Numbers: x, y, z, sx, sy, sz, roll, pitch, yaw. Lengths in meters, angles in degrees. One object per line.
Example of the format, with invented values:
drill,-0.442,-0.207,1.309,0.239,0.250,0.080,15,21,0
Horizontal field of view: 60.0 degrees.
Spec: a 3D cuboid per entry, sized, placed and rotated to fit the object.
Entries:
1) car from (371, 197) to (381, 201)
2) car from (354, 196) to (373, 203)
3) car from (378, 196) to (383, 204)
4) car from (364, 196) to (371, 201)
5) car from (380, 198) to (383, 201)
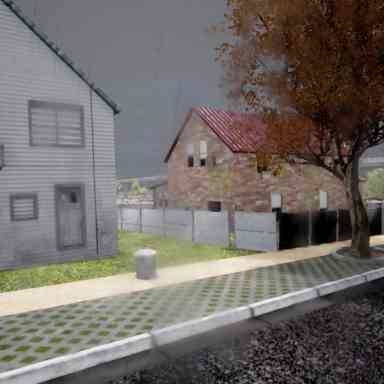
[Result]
car,35.231,1.735,64.807,1.812,1.442,4.674,-2,0,0
car,38.569,1.668,74.954,1.895,1.301,4.718,-2,0,0
car,38.480,1.618,64.911,1.812,1.442,4.674,-2,0,0
car,31.982,1.814,64.606,1.837,1.490,4.892,-2,0,0
car,28.467,1.783,45.357,2.128,1.511,4.902,-2,0,1
